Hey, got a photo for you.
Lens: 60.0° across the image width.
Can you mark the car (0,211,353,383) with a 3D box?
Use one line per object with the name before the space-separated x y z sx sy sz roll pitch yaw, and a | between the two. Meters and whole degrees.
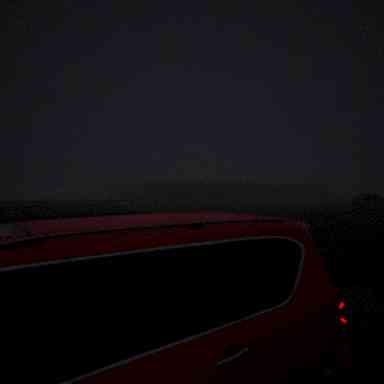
car | -1.181 1.221 2.229 5.566 2.045 2.150 0 0 -35
